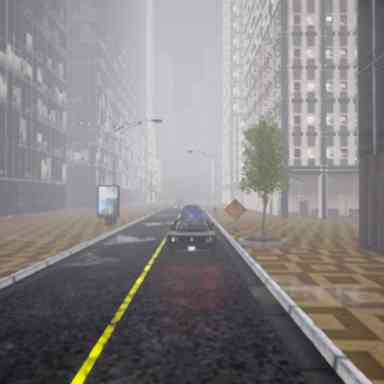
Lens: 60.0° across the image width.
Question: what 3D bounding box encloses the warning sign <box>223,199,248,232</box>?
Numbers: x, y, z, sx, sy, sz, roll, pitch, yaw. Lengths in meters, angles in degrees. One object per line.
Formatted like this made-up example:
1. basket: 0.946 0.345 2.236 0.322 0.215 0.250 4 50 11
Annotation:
1. warning sign: 2.512 1.319 19.267 1.300 1.860 1.060 0 -1 0

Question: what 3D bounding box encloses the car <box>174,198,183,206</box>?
1. car: -2.776 2.179 71.812 2.097 1.767 4.553 0 -1 0

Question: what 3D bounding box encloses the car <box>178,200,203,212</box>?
1. car: -0.004 1.798 29.472 1.882 1.535 5.008 0 0 0

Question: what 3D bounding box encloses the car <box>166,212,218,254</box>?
1. car: -0.003 1.747 14.109 1.895 1.301 4.718 0 -1 0
